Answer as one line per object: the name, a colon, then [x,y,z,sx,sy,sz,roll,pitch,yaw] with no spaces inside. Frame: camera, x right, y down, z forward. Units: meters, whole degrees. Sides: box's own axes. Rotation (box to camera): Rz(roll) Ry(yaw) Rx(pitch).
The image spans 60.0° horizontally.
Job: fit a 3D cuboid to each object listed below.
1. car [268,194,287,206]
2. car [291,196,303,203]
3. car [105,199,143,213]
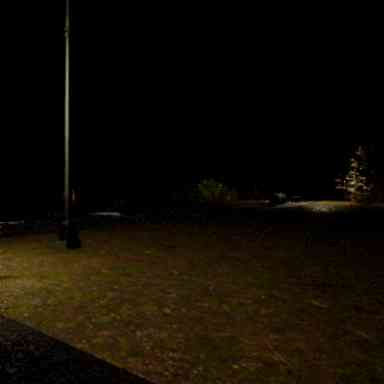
car: [14.749,1.606,57.327,2.033,1.411,5.357,1,0,32]
car: [23.017,1.600,72.812,2.128,1.511,4.902,1,0,27]
car: [-7.414,1.499,36.729,1.812,1.442,4.674,1,1,34]
